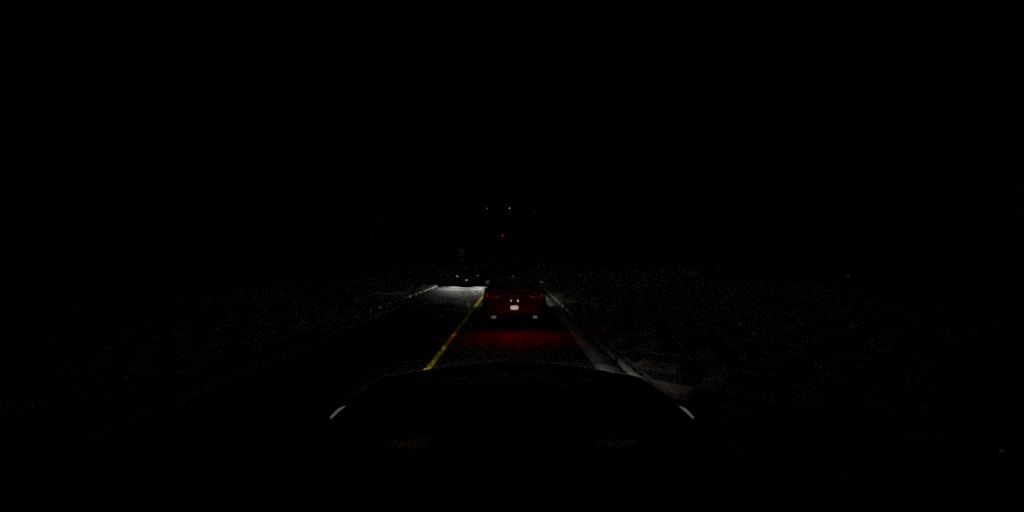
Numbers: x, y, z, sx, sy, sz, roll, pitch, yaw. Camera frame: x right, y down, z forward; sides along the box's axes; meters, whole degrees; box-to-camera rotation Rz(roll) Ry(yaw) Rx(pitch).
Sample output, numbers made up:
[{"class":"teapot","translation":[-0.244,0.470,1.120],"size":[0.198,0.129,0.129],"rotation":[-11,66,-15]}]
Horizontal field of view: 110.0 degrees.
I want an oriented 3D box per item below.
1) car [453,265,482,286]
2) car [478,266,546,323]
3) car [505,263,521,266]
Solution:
[{"class":"car","translation":[-3.101,1.389,26.779],"size":[1.812,1.442,4.674],"rotation":[0,0,0]},{"class":"car","translation":[0.084,1.278,12.431],"size":[1.882,1.535,5.008],"rotation":[0,0,0]},{"class":"car","translation":[0.090,1.387,31.134],"size":[1.837,1.490,4.892],"rotation":[0,0,0]}]
